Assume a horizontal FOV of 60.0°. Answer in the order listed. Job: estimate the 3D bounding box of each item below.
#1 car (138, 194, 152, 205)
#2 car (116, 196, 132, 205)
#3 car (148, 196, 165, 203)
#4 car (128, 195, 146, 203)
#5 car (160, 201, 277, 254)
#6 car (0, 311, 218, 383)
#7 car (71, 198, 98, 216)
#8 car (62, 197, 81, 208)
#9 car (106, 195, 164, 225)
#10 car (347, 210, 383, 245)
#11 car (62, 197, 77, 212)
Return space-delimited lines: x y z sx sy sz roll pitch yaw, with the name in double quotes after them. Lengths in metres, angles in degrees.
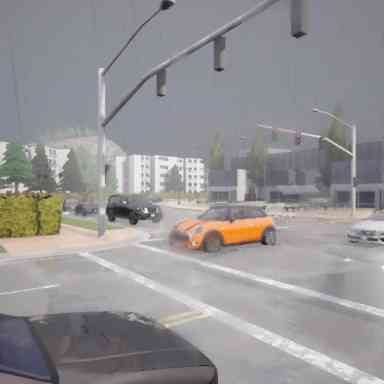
-8.519 1.351 60.435 2.097 1.767 4.553 0 0 -2 "car"
-11.975 1.492 58.899 2.128 1.511 4.902 0 0 -4 "car"
-7.535 1.556 70.634 1.994 1.385 4.181 0 0 17 "car"
-11.290 1.477 68.931 1.882 1.535 5.008 0 0 14 "car"
1.311 1.352 13.541 4.553 1.767 2.097 0 0 -36 "car"
-2.305 1.547 2.121 5.357 1.411 2.033 0 0 -35 "car"
-9.923 1.564 32.145 1.994 1.385 4.181 0 0 -34 "car"
-17.810 1.492 49.333 2.128 1.511 4.902 0 0 -13 "car"
-4.385 1.221 24.540 2.150 2.045 5.566 0 0 -39 "car"
8.696 1.526 14.521 4.674 1.442 1.812 0 0 -36 "car"
-14.395 1.526 39.718 1.812 1.442 4.674 0 0 -24 "car"
